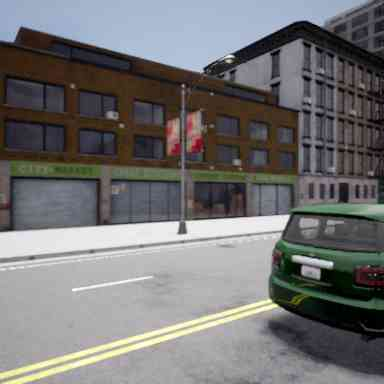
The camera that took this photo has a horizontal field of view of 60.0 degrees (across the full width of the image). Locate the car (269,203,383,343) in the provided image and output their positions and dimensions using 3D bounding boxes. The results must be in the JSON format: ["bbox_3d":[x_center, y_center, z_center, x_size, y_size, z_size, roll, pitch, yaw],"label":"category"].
[{"bbox_3d":[3.883,1.222,6.248,5.566,2.045,2.150,0,0,-35],"label":"car"}]
